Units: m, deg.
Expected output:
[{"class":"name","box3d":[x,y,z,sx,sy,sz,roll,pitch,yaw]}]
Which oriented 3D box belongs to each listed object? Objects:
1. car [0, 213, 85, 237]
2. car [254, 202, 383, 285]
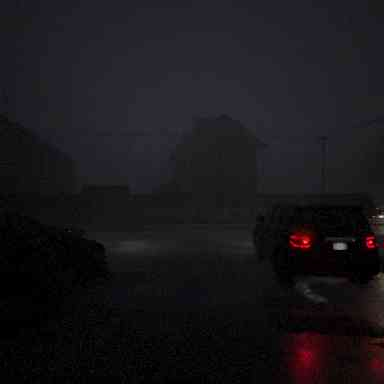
[{"class":"car","box3d":[-7.141,1.621,14.035,5.008,1.535,1.882,0,0,-8]},{"class":"car","box3d":[3.266,1.291,9.847,2.150,2.045,5.566,0,-1,2]}]
